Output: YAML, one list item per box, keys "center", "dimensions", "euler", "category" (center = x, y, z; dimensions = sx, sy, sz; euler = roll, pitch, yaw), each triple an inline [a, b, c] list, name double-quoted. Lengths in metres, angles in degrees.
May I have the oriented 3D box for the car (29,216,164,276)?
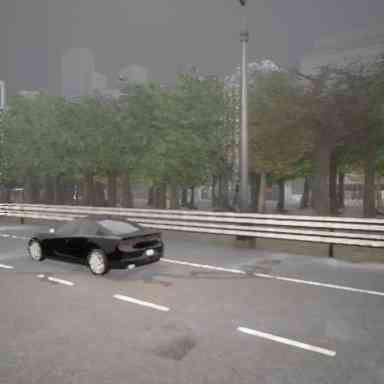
- center: [-3.153, 1.495, 10.424]
  dimensions: [5.008, 1.535, 1.882]
  euler: [0, 0, 36]
  category: "car"
